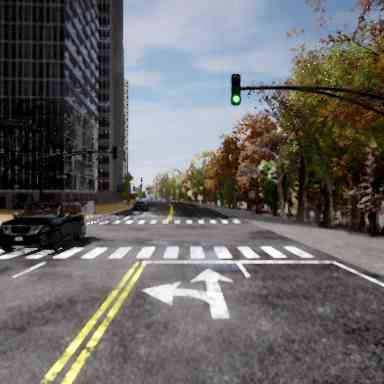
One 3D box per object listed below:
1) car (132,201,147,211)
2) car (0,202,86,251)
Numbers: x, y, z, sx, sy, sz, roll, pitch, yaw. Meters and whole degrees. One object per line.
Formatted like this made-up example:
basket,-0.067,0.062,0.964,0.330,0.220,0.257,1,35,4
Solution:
car,-7.937,2.100,50.792,1.882,1.535,5.008,0,0,-3
car,-6.656,1.486,15.459,2.150,2.045,5.566,0,-1,-1
